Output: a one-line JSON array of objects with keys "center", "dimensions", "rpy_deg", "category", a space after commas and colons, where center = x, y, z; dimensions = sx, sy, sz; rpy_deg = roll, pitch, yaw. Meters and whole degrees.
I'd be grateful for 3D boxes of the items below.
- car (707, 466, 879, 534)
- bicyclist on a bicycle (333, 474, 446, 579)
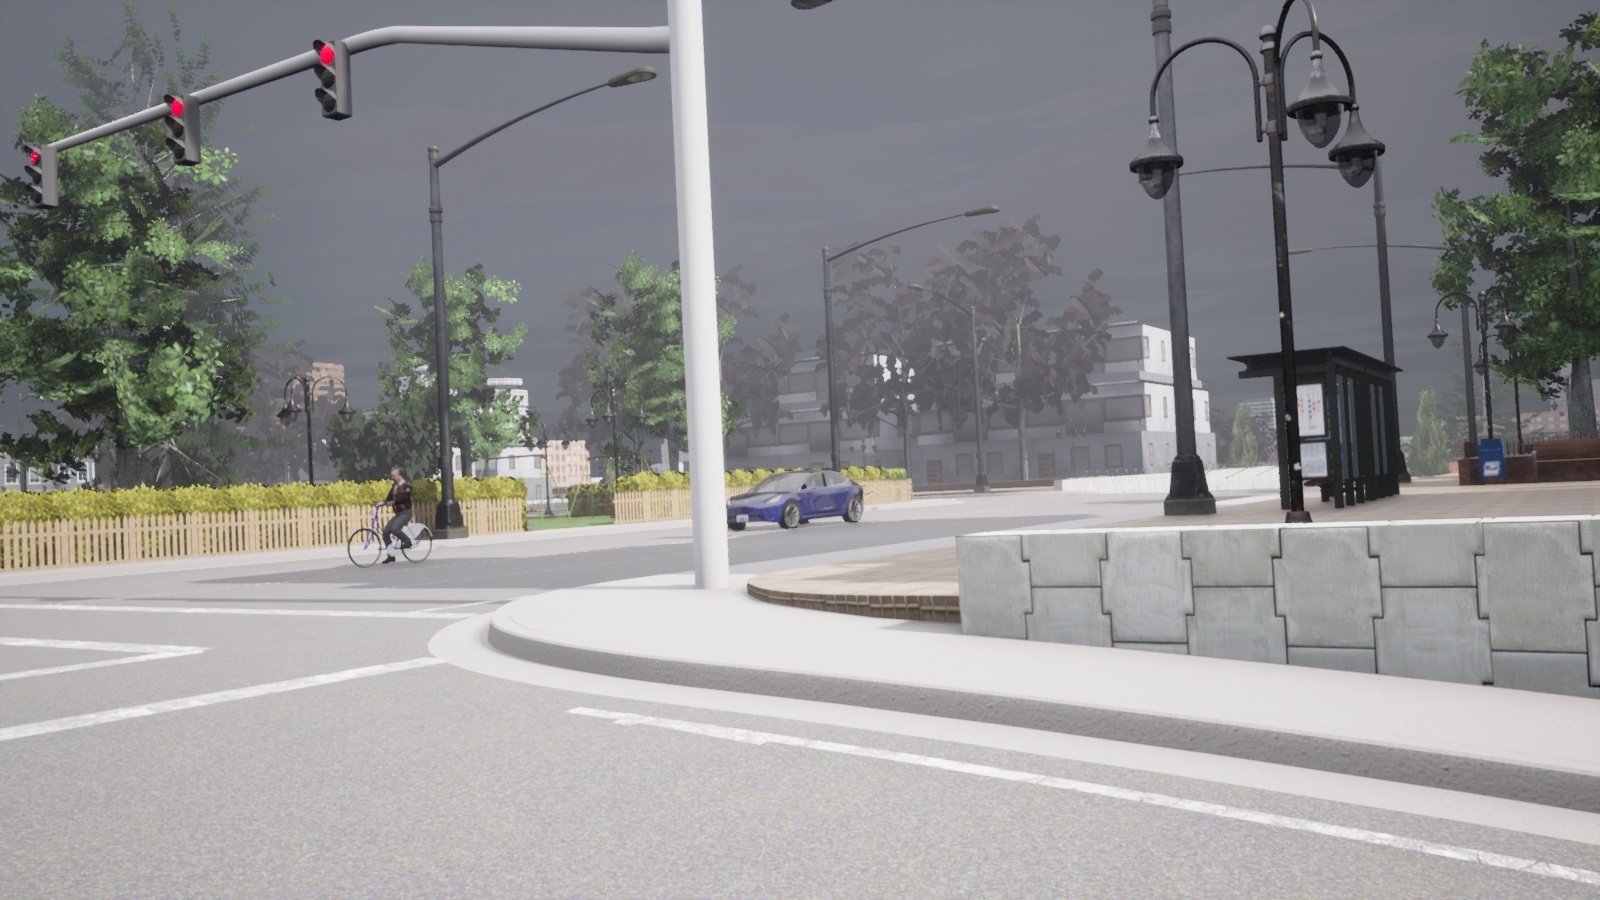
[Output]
[{"center": [-0.094, 1.302, 33.449], "dimensions": [2.163, 1.488, 4.792], "rpy_deg": [-5, -2, 34], "category": "car"}, {"center": [-7.419, 1.362, 22.765], "dimensions": [0.659, 1.776, 1.843], "rpy_deg": [-5, -2, 34], "category": "bicyclist on a bicycle"}]
